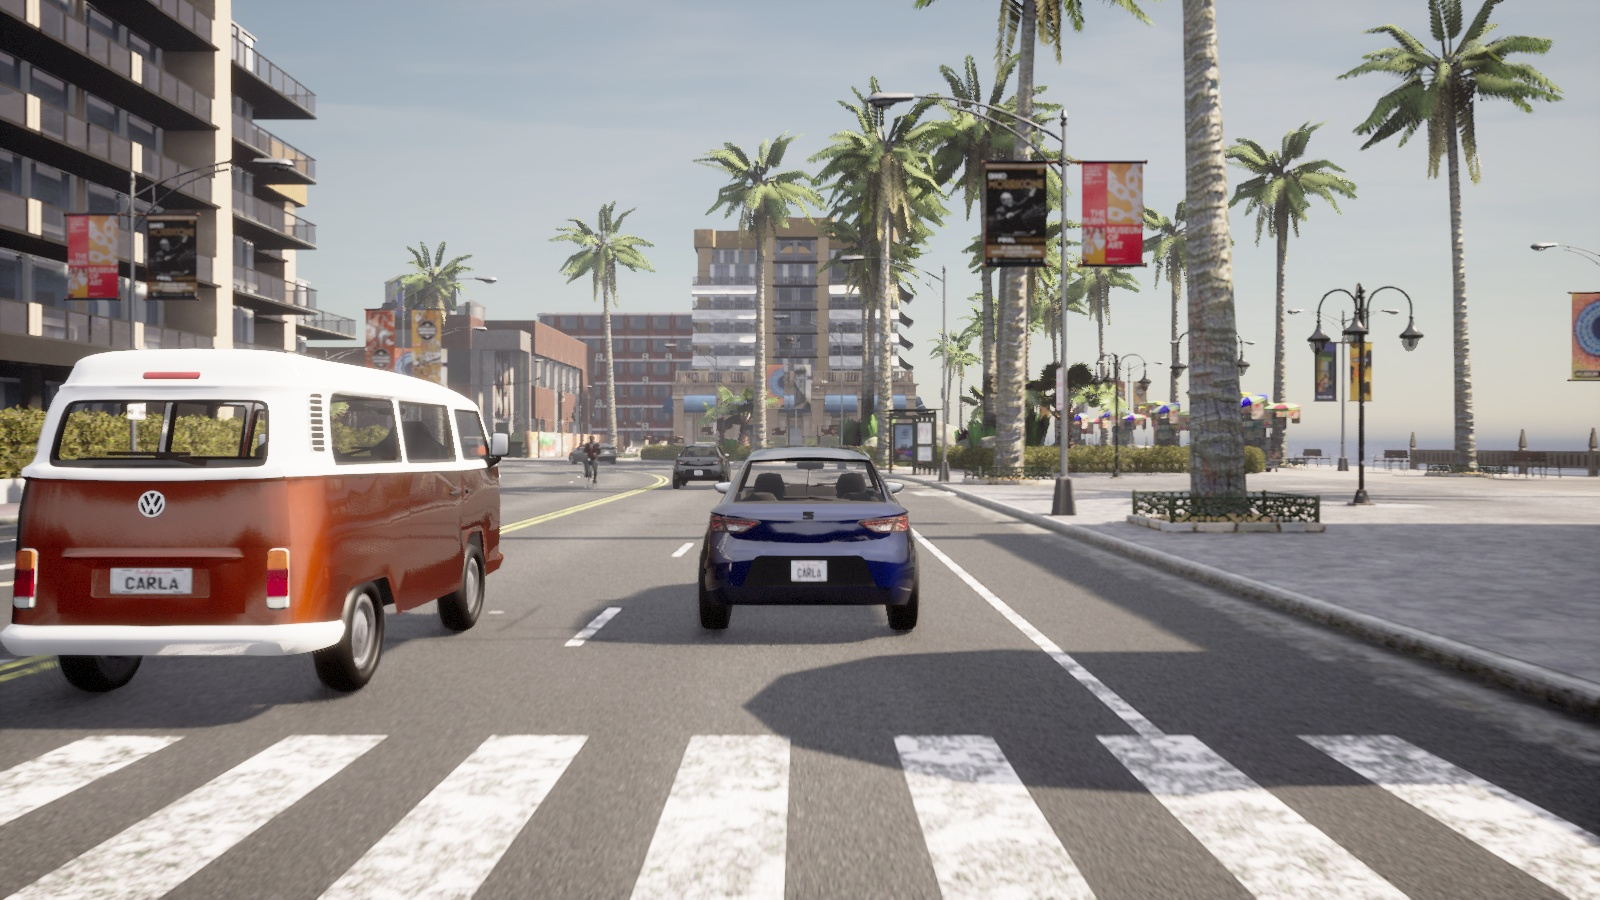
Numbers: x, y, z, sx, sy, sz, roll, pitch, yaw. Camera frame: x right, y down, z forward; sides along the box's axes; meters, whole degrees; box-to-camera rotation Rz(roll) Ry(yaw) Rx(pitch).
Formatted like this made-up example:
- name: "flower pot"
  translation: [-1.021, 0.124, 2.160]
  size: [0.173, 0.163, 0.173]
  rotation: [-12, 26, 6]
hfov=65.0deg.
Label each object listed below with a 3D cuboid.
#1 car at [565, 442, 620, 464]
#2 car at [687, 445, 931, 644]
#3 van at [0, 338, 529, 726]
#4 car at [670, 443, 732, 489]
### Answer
- name: "car"
  translation: [-14.452, 0.190, 87.316]
  size: [2.007, 1.525, 4.514]
  rotation: [0, 0, -35]
- name: "car"
  translation: [0.081, 0.696, 11.459]
  size: [1.816, 1.474, 4.193]
  rotation: [0, 0, 0]
- name: "van"
  translation: [-3.434, 0.417, 8.830]
  size: [2.069, 2.038, 4.480]
  rotation: [0, 0, 0]
- name: "car"
  translation: [-3.290, 0.518, 42.431]
  size: [1.816, 1.474, 4.193]
  rotation: [0, 0, -1]
